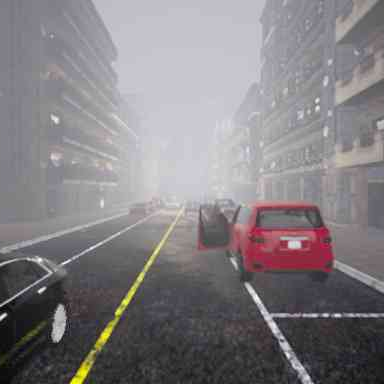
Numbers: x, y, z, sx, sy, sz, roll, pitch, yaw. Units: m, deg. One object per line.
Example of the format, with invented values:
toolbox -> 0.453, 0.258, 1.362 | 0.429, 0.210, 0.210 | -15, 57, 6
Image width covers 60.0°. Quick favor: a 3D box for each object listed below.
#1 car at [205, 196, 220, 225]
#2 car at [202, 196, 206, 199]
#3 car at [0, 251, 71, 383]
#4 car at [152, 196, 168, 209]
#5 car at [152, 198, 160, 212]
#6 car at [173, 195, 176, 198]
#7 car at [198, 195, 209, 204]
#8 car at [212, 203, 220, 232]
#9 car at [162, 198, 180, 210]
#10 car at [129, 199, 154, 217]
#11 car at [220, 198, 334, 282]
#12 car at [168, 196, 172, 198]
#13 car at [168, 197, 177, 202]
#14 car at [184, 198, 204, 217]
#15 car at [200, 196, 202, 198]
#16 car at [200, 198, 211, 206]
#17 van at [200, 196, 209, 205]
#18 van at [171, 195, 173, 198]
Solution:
car -> 2.548, 1.458, 28.344 | 2.192, 1.841, 5.009 | -1, 0, 0
car -> 2.545, 1.574, 51.001 | 2.192, 1.841, 5.009 | -1, 0, 0
car -> -2.851, 1.523, 3.498 | 1.837, 1.490, 4.892 | 0, 0, 0
car -> -5.335, 1.574, 51.064 | 2.192, 1.841, 5.009 | -1, 0, 0
car -> -5.330, 1.746, 39.761 | 1.887, 1.381, 4.507 | -1, 0, 0
car -> -5.337, 1.846, 79.320 | 1.967, 1.590, 4.097 | -1, 0, 0
car -> 2.542, 1.692, 73.658 | 2.192, 1.841, 5.009 | -1, 0, 0
car -> 2.553, 1.696, 22.678 | 1.802, 1.307, 4.206 | -1, 0, 0
car -> -2.756, 1.897, 47.598 | 1.895, 1.301, 4.718 | 0, 0, 0
car -> -5.329, 1.716, 34.109 | 1.887, 1.381, 4.507 | -1, 0, 0
car -> 2.268, 1.271, 10.040 | 2.150, 2.045, 5.566 | 0, 0, 0
car -> -5.334, 1.842, 62.195 | 1.752, 1.417, 4.829 | -1, 0, 0
car -> -5.337, 2.016, 90.622 | 2.008, 1.369, 4.403 | -1, 0, 0
car -> 0.067, 1.740, 38.130 | 2.033, 1.411, 5.357 | 0, 0, 1
car -> -0.006, 1.598, 48.505 | 2.097, 1.767, 4.553 | 0, 0, 0
car -> 2.547, 1.900, 62.328 | 1.802, 1.307, 4.206 | -1, 0, 0
van -> 2.543, 1.688, 67.994 | 1.690, 1.788, 3.998 | -1, 0, 0
van -> -5.337, 1.688, 68.018 | 1.690, 1.788, 3.998 | -1, 0, 0
